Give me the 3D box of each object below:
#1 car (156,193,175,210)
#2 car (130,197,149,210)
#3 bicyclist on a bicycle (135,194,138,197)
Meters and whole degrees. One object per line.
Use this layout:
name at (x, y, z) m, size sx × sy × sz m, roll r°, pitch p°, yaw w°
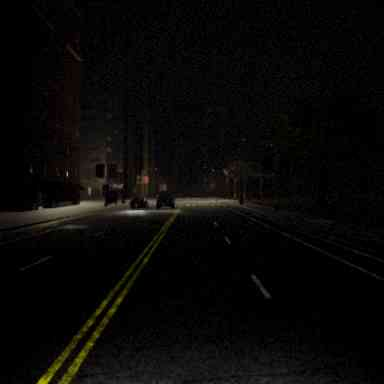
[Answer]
car at (-3.328, 1.129, 42.465) m, size 2.150 × 2.045 × 5.566 m, roll 0°, pitch 0°, yaw 0°
car at (-6.578, 1.401, 41.798) m, size 2.128 × 1.511 × 4.902 m, roll 0°, pitch 0°, yaw 0°
bicyclist on a bicycle at (-8.752, 1.261, 52.519) m, size 0.659 × 1.776 × 1.843 m, roll 0°, pitch -2°, yaw 0°
